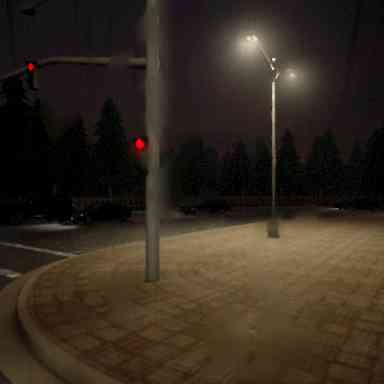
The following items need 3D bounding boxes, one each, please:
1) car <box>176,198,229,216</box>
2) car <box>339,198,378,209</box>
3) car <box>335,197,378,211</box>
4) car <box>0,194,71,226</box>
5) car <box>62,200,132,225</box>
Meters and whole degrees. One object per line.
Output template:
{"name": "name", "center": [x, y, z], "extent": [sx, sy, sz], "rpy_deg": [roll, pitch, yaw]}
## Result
{"name": "car", "center": [1.319, 1.415, 31.794], "extent": [5.008, 1.535, 1.882], "rpy_deg": [0, 0, -37]}
{"name": "car", "center": [21.964, 1.506, 43.948], "extent": [4.181, 1.385, 1.994], "rpy_deg": [0, 0, -6]}
{"name": "car", "center": [19.755, 1.419, 40.050], "extent": [5.008, 1.535, 1.882], "rpy_deg": [0, 0, -9]}
{"name": "car", "center": [-11.068, 1.157, 23.465], "extent": [2.150, 2.045, 5.566], "rpy_deg": [0, 0, 38]}
{"name": "car", "center": [-6.423, 1.462, 23.701], "extent": [1.812, 1.442, 4.674], "rpy_deg": [0, 0, 39]}
